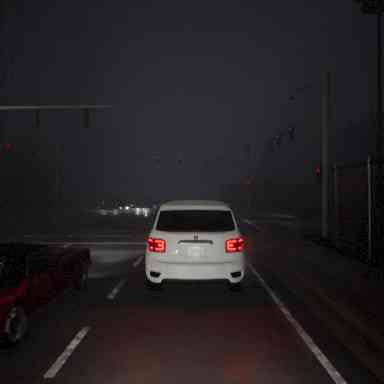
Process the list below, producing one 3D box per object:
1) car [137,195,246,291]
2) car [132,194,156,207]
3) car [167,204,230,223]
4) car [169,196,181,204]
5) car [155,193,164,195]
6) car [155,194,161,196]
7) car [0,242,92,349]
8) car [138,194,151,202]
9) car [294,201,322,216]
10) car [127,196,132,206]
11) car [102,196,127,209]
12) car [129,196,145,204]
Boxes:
[{"bbox_3d":[0.087,1.219,9.132,2.150,2.045,5.566,0,0,0],"label":"car"},{"bbox_3d":[-7.008,1.481,49.016,2.128,1.511,4.902,0,0,0],"label":"car"},{"bbox_3d":[0.479,1.618,25.513,4.718,1.301,1.895,0,0,0],"label":"car"},{"bbox_3d":[-3.295,1.533,65.087,2.033,1.411,5.357,0,0,0],"label":"car"},{"bbox_3d":[-6.889,1.206,68.988,2.150,2.045,5.566,0,0,0],"label":"car"},{"bbox_3d":[-6.981,1.513,58.275,1.812,1.442,4.674,0,0,0],"label":"car"},{"bbox_3d":[-3.433,1.599,6.207,1.895,1.301,4.718,0,0,1],"label":"car"},{"bbox_3d":[-10.382,1.338,73.220,2.097,1.767,4.553,0,0,0],"label":"car"},{"bbox_3d":[12.419,1.574,32.694,4.674,1.442,1.812,0,0,-2],"label":"car"},{"bbox_3d":[-10.504,1.480,53.779,2.128,1.511,4.902,0,0,0],"label":"car"},{"bbox_3d":[-10.522,1.342,44.627,2.097,1.767,4.553,0,0,0],"label":"car"},{"bbox_3d":[-10.449,1.478,63.171,2.128,1.511,4.902,0,0,1],"label":"car"}]
